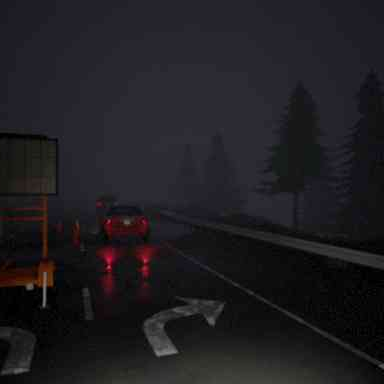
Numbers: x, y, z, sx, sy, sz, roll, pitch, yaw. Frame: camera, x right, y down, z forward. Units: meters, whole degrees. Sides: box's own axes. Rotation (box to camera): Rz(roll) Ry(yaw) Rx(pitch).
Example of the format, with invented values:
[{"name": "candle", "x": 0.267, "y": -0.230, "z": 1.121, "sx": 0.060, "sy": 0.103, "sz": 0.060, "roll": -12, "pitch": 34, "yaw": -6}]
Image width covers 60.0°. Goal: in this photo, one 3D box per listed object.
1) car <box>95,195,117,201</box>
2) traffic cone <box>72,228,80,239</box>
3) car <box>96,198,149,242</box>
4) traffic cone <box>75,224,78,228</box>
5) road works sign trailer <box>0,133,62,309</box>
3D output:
[{"name": "car", "x": -8.582, "y": 1.318, "z": 33.799, "sx": 2.150, "sy": 2.045, "sz": 5.566, "roll": 0, "pitch": 0, "yaw": -15}, {"name": "traffic cone", "x": -5.113, "y": 1.995, "z": 14.624, "sx": 0.340, "sy": 0.580, "sz": 0.340, "roll": 0, "pitch": 0, "yaw": -19}, {"name": "car", "x": -3.569, "y": 1.401, "z": 16.901, "sx": 2.097, "sy": 1.767, "sz": 4.553, "roll": 0, "pitch": 0, "yaw": -18}, {"name": "traffic cone", "x": -5.751, "y": 2.000, "z": 16.519, "sx": 0.340, "sy": 0.580, "sz": 0.340, "roll": 0, "pitch": 0, "yaw": -19}, {"name": "road works sign trailer", "x": -4.290, "y": 0.483, "z": 7.519, "sx": 2.380, "sy": 3.560, "sz": 2.880, "roll": 0, "pitch": 0, "yaw": -19}]
